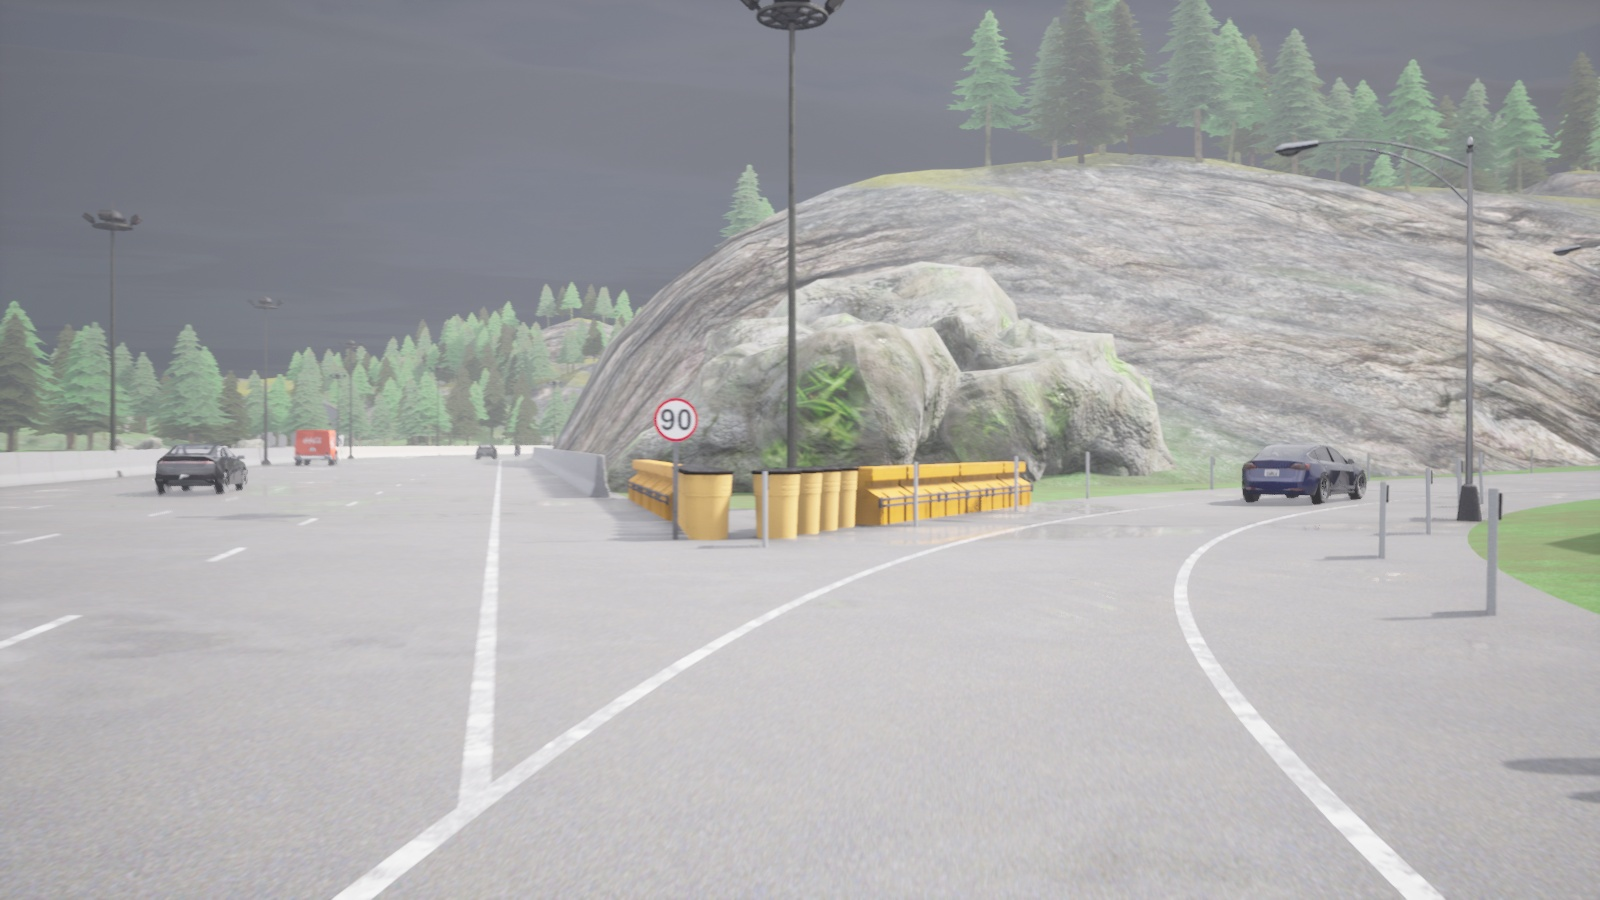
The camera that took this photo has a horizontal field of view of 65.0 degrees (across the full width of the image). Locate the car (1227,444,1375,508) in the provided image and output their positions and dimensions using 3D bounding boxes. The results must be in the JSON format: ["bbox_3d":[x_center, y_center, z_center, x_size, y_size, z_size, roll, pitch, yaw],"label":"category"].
[{"bbox_3d":[13.046,0.610,32.533,2.163,1.488,4.792,0,1,40],"label":"car"}]

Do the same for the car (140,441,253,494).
[{"bbox_3d":[-18.350,0.491,38.439,2.128,1.511,4.902,0,0,-13],"label":"car"}]

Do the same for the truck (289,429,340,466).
[{"bbox_3d":[-33.589,-0.203,87.012,2.627,2.467,5.204,0,0,-13],"label":"truck"}]
